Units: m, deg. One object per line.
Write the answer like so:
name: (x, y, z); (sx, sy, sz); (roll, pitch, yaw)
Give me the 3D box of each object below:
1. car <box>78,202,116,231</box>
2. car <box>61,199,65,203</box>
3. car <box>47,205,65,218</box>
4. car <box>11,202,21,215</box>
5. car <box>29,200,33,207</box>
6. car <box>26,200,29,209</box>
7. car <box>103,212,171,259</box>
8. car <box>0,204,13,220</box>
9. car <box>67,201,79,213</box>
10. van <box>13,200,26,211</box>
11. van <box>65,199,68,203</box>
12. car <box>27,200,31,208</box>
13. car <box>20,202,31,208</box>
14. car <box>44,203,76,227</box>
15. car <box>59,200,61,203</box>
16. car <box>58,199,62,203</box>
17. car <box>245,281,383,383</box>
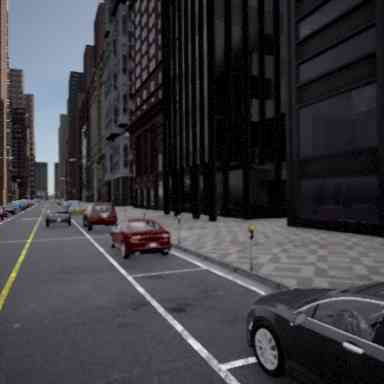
car: (-6.663, 1.699, 23.995); (2.192, 1.841, 5.009); (-1, -1, -23)
car: (-22.134, 2.490, 60.281); (1.967, 1.590, 4.097); (-1, -1, -23)
car: (-16.236, 2.304, 39.634); (1.895, 1.301, 4.718); (0, -1, -23)
car: (-25.548, 2.474, 46.556); (1.947, 1.339, 4.313); (-1, -1, -23)
car: (-36.604, 2.705, 72.480); (2.192, 1.841, 5.009); (-1, -1, -23)
car: (-32.180, 2.763, 62.109); (1.947, 1.339, 4.313); (-1, -1, -23)
car: (-2.239, 1.744, 13.625); (1.887, 1.381, 4.507); (-1, -1, -23)
car: (-21.127, 2.262, 36.188); (1.887, 1.381, 4.507); (-1, -1, -23)
car: (-15.569, 2.290, 44.885); (1.752, 1.417, 4.829); (-1, -1, -23)
van: (-29.973, 2.442, 56.927); (1.690, 1.788, 3.998); (-1, -1, -23)
van: (-17.715, 2.198, 49.914); (1.690, 1.788, 3.998); (-1, -1, -23)
car: (-34.390, 2.859, 67.293); (1.947, 1.339, 4.313); (-1, -1, -23)
car: (-38.812, 3.031, 77.662); (1.887, 1.381, 4.507); (-1, -1, -23)
car: (-10.987, 1.969, 27.330); (2.128, 1.511, 4.902); (0, -1, -23)
car: (-26.553, 2.793, 70.648); (2.008, 1.369, 4.403); (-1, -1, -23)
car: (-30.975, 2.875, 81.017); (1.967, 1.590, 4.097); (-1, -1, -23)
car: (2.182, 1.567, 3.258); (2.008, 1.369, 4.403); (-1, -1, -23)
